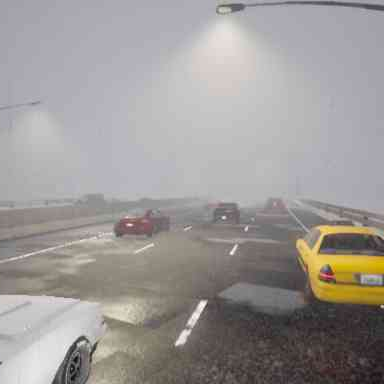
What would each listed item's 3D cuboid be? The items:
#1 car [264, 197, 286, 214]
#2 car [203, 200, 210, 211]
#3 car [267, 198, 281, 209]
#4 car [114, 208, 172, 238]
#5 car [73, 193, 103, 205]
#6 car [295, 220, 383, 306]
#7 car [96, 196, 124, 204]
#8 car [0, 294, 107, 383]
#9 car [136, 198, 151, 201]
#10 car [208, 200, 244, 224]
[{"bbox_3d":[8.818,1.341,35.372,2.097,1.767,4.553,0,0,14],"label":"car"},{"bbox_3d":[2.700,1.588,39.752,1.895,1.301,4.718,0,0,14],"label":"car"},{"bbox_3d":[11.217,1.520,45.324,1.812,1.442,4.674,0,0,15],"label":"car"},{"bbox_3d":[-2.509,1.551,17.858,1.994,1.385,4.181,0,0,13],"label":"car"},{"bbox_3d":[-14.035,1.202,45.776,2.150,2.045,5.566,0,0,14],"label":"car"},{"bbox_3d":[3.587,1.451,8.100,1.801,1.575,5.366,0,0,13],"label":"car"},{"bbox_3d":[-10.638,1.546,44.908,1.994,1.385,4.181,0,0,14],"label":"car"},{"bbox_3d":[-2.447,1.597,2.326,1.895,1.301,4.718,0,0,13],"label":"car"},{"bbox_3d":[-6.706,1.511,46.242,1.812,1.442,4.674,0,0,14],"label":"car"},{"bbox_3d":[2.759,1.491,25.016,1.837,1.490,4.892,0,0,13],"label":"car"}]
